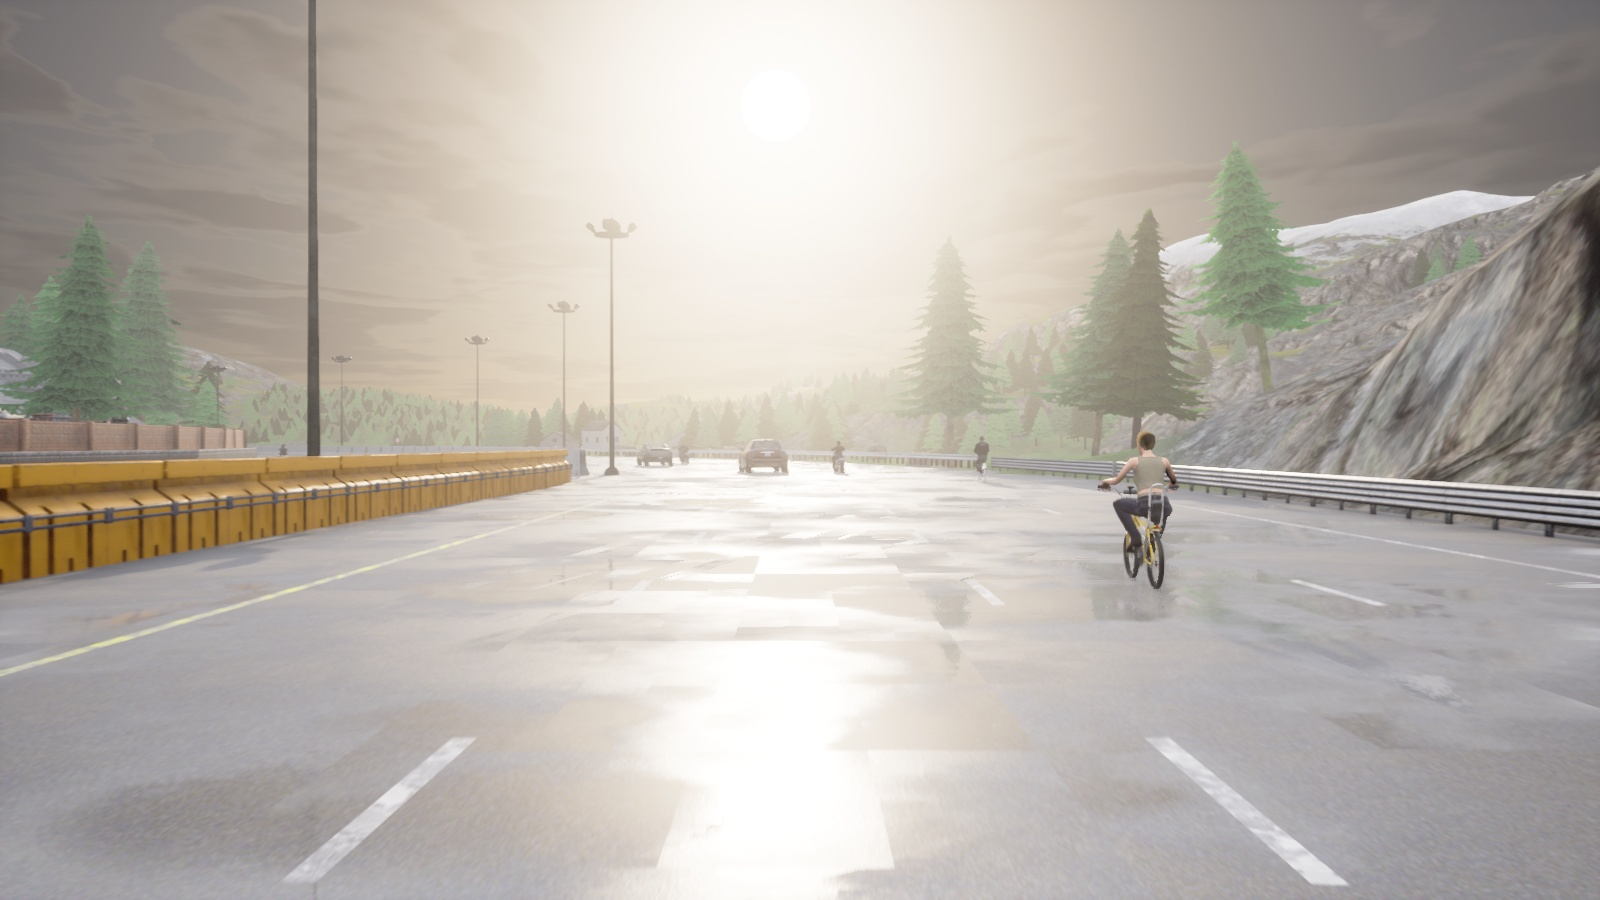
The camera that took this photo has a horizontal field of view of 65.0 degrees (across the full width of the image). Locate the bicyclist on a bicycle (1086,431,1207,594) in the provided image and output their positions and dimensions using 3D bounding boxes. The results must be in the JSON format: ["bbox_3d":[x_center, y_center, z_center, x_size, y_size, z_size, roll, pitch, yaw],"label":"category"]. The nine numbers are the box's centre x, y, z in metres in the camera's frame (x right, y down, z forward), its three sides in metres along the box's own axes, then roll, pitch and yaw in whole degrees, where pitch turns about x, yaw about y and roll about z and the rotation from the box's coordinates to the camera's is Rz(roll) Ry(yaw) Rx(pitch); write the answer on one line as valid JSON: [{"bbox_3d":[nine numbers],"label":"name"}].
[{"bbox_3d":[3.588,0.612,13.133,0.866,1.612,1.509,0,0,1],"label":"bicyclist on a bicycle"}]

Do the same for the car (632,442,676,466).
[{"bbox_3d":[-9.550,0.234,81.844,2.128,1.511,4.902,0,0,-16],"label":"car"}]

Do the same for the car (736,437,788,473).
[{"bbox_3d":[-1.964,0.244,63.818,2.097,1.767,4.553,0,0,-9],"label":"car"}]

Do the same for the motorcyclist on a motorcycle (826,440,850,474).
[{"bbox_3d":[1.852,0.347,62.267,0.766,1.649,2.350,-1,0,-8],"label":"motorcyclist on a motorcycle"}]
